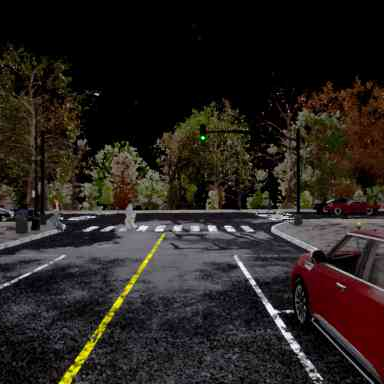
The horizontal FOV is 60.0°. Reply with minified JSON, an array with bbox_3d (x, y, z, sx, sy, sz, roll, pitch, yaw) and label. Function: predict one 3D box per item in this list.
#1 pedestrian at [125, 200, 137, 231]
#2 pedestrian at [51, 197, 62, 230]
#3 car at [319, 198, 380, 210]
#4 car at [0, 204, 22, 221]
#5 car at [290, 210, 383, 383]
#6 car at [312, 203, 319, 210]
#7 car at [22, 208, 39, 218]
[{"bbox_3d":[-3.508,1.296,18.856,0.375,1.860,0.375,1,-1,0],"label":"pedestrian"},{"bbox_3d":[-7.448,1.138,18.264,0.375,1.860,0.375,1,-1,0],"label":"pedestrian"},{"bbox_3d":[15.182,1.459,31.898,4.718,1.301,1.895,-1,-1,1],"label":"car"},{"bbox_3d":[-16.430,1.583,25.951,4.902,1.511,2.128,-1,-1,2],"label":"car"},{"bbox_3d":[2.720,1.316,3.837,2.192,1.841,5.009,1,0,0],"label":"car"},{"bbox_3d":[15.249,1.406,35.151,4.892,1.490,1.837,-1,-1,1],"label":"car"},{"bbox_3d":[-16.103,1.733,29.204,4.718,1.301,1.895,-1,-1,1],"label":"car"}]
